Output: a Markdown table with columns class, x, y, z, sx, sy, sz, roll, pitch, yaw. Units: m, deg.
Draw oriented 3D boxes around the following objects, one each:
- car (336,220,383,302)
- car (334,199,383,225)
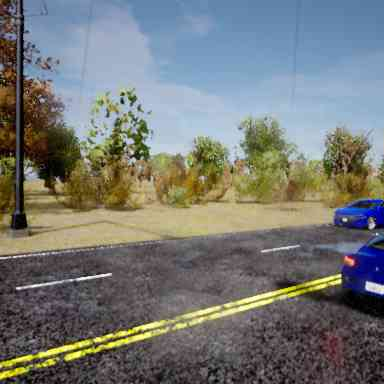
| class | x | y | z | sx | sy | sz | roll | pitch | yaw |
| --- | --- | --- | --- | --- | --- | --- | --- | --- | --- |
| car | 4.942 | 1.434 | 6.893 | 4.674 | 1.442 | 1.812 | 0 | 2 | -35 |
| car | 9.936 | 1.154 | 18.588 | 5.008 | 1.535 | 1.882 | 0 | 2 | -35 |
